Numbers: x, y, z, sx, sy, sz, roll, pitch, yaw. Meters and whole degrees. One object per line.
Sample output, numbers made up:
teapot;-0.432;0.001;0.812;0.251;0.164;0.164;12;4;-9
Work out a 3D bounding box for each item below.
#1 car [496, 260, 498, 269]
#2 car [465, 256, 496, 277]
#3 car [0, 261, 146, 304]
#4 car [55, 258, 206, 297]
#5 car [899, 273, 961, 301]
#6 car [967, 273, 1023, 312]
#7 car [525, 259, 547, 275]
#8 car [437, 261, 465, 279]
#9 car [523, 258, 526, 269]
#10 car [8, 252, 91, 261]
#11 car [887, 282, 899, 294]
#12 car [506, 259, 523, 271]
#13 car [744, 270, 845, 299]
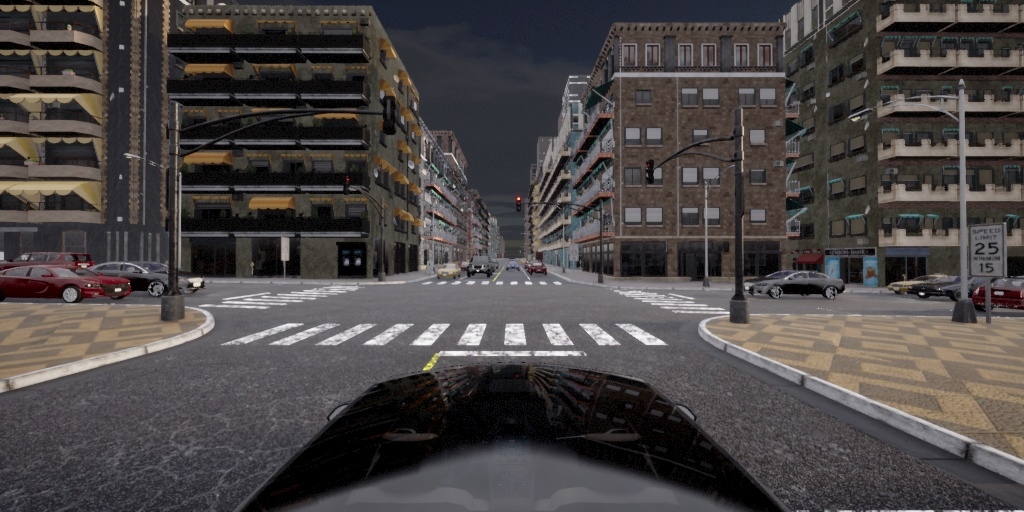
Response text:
car;-3.068;1.265;45.206;1.837;1.490;4.892;0;0;0
car;-3.076;0.979;35.167;2.150;2.045;5.566;0;0;0
car;-17.254;1.011;13.626;4.507;1.381;1.888;0;0;0
car;-16.738;0.991;16.233;4.902;1.511;2.128;1;-1;-1
car;25.178;1.732;19.710;5.357;1.411;2.033;1;-1;0
car;20.843;1.500;13.920;4.097;1.591;1.967;0;0;0
car;2.717;1.303;38.263;1.888;1.381;4.507;0;0;0
car;-5.668;1.282;32.590;1.751;1.417;4.829;0;0;0
car;2.721;1.200;43.787;1.967;1.591;4.097;0;0;0
car;-28.632;0.686;21.928;5.009;1.841;2.192;0;0;0
car;26.261;1.754;22.272;4.829;1.417;1.751;0;0;0
car;0.132;1.310;50.748;2.033;1.411;5.357;0;0;0
car;15.318;1.522;19.647;4.902;1.511;2.128;1;-1;-1
